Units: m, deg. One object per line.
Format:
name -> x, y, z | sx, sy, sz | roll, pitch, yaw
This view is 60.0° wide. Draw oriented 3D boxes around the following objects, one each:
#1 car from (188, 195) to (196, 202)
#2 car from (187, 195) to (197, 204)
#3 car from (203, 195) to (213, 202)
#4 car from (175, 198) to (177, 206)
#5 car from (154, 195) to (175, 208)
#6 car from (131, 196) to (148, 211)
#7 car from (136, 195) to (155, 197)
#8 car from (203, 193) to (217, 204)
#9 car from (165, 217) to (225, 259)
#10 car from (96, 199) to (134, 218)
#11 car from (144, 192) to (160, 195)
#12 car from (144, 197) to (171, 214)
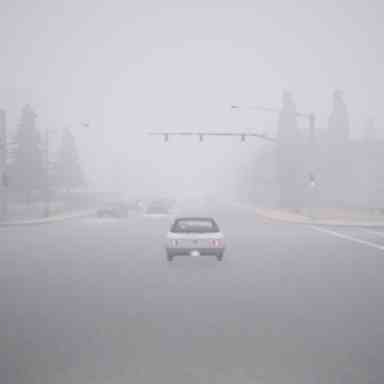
car -> 0.012, 1.333, 73.257 | 1.812, 1.442, 4.674 | 0, 0, 0
car -> 0.010, 1.486, 62.949 | 1.812, 1.442, 4.674 | 0, 0, 0
car -> 3.512, 1.361, 73.256 | 1.994, 1.385, 4.181 | 0, 0, 0
car -> -3.491, 1.457, 54.179 | 2.128, 1.511, 4.902 | 0, 0, 0
car -> -3.574, 1.477, 43.982 | 1.837, 1.490, 4.892 | 0, 0, -1
car -> -7.076, 1.522, 40.653 | 2.033, 1.411, 5.357 | 0, 0, 0
car -> -7.008, 1.532, 50.630 | 1.994, 1.385, 4.181 | 0, 0, 1
car -> 3.510, 1.182, 62.604 | 2.150, 2.045, 5.566 | 0, 0, 0
car -> 0.102, 1.593, 12.446 | 1.895, 1.301, 4.718 | 0, 0, 0
car -> -7.133, 1.528, 30.582 | 2.033, 1.411, 5.357 | 0, 0, 2
car -> -6.990, 1.183, 61.121 | 2.150, 2.045, 5.566 | 0, 0, 0
car -> -3.580, 1.542, 35.265 | 1.994, 1.385, 4.181 | 0, 0, 0
